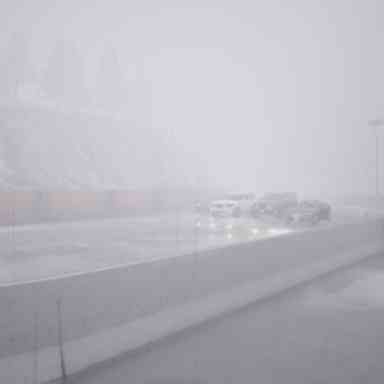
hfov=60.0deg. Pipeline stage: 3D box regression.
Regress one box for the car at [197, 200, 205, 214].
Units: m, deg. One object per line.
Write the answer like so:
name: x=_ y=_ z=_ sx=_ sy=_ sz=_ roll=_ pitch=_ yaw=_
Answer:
car: x=2.330 y=1.166 z=32.124 sx=2.097 sy=1.767 sz=4.553 roll=-1 pitch=0 yaw=34

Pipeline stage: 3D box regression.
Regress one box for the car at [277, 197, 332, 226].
car: x=7.749 y=1.292 z=21.866 sx=2.128 sy=1.511 sz=4.902 roll=0 pitch=0 yaw=38

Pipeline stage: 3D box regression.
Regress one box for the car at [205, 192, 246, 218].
car: x=3.713 y=1.041 z=28.046 sx=2.150 sy=2.045 sz=5.566 roll=0 pitch=0 yaw=36

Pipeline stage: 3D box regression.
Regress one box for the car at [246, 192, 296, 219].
car: x=6.669 y=1.015 z=26.171 sx=2.150 sy=2.045 sz=5.566 roll=0 pitch=0 yaw=36
